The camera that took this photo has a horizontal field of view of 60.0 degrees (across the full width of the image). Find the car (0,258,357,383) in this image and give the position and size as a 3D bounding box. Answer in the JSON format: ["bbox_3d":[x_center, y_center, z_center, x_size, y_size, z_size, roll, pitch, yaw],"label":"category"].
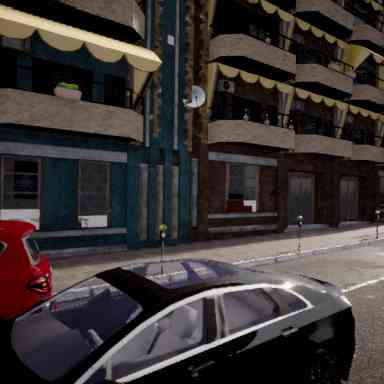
[{"bbox_3d":[-0.407,1.492,3.093,4.902,1.511,2.128,0,0,-36],"label":"car"}]

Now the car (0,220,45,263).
[{"bbox_3d":[-4.122,1.315,3.595,5.009,1.841,2.192,0,1,-36],"label":"car"}]
